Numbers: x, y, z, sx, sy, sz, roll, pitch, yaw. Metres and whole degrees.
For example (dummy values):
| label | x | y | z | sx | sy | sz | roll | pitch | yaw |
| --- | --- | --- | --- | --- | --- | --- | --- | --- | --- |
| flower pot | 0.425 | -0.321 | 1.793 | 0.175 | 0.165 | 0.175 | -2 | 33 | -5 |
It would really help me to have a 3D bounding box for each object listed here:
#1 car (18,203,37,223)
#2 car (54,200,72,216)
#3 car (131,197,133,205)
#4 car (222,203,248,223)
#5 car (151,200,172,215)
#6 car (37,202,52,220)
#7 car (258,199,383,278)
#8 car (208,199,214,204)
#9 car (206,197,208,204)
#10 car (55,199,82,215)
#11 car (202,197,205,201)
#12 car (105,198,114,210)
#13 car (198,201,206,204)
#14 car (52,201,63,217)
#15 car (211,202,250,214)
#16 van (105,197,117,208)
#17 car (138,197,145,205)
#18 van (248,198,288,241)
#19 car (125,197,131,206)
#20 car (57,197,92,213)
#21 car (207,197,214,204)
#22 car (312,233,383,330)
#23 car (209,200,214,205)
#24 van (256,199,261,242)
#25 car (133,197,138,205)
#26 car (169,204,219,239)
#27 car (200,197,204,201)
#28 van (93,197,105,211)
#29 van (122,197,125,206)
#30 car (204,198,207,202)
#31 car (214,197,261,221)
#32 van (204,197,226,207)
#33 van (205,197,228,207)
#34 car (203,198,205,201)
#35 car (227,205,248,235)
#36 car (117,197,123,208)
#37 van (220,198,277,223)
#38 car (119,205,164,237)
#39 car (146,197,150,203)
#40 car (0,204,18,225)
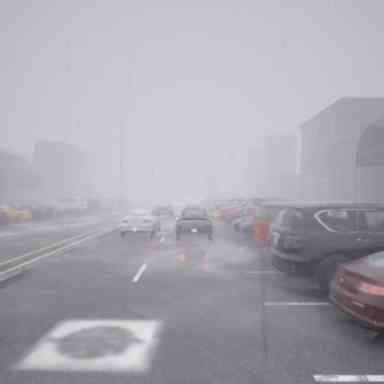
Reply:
| label | x | y | z | sx | sy | sz | roll | pitch | yaw |
| --- | --- | --- | --- | --- | --- | --- | --- | --- | --- |
| car | -15.658 | 1.728 | 26.441 | 5.366 | 1.575 | 1.946 | 0 | -1 | 0 |
| car | -15.477 | 1.869 | 34.711 | 4.674 | 1.452 | 2.002 | 0 | -1 | 0 |
| car | -15.517 | 2.227 | 70.680 | 4.553 | 1.767 | 2.185 | 0 | -1 | 0 |
| car | 4.714 | 1.672 | 22.118 | 4.892 | 1.521 | 2.231 | 0 | -1 | 0 |
| car | -2.882 | 1.860 | 35.057 | 1.812 | 1.442 | 4.674 | 0 | -1 | 0 |
| car | -15.467 | 1.764 | 29.197 | 4.892 | 1.521 | 2.231 | 0 | -1 | 0 |
| car | 4.742 | 1.292 | 8.226 | 5.566 | 2.045 | 2.435 | 0 | 0 | 0 |
| car | 4.722 | 1.863 | 38.791 | 4.892 | 1.521 | 2.231 | 0 | -1 | 0 |
| car | 4.701 | 1.847 | 47.130 | 4.553 | 1.767 | 2.185 | 0 | -1 | 0 |
| car | -15.481 | 1.864 | 37.469 | 5.008 | 1.535 | 2.097 | 0 | -1 | 0 |
| car | 4.732 | 2.134 | 58.242 | 5.008 | 1.535 | 2.097 | 0 | -1 | 0 |
| car | -15.295 | 2.054 | 51.253 | 5.366 | 1.575 | 1.946 | 0 | -1 | 0 |
| car | 0.116 | 1.891 | 34.421 | 1.994 | 1.385 | 4.181 | 0 | -1 | 0 |
| car | -15.503 | 1.825 | 31.955 | 4.792 | 1.488 | 2.163 | 0 | -1 | 0 |
| car | 4.727 | 1.937 | 41.569 | 4.674 | 1.452 | 2.002 | 0 | -1 | 0 |
| van | -15.598 | 1.914 | 56.770 | 4.442 | 1.987 | 1.878 | 0 | -1 | 0 |
| car | -15.462 | 2.612 | 87.099 | 4.792 | 1.488 | 2.163 | 0 | -1 | 0 |
| van | 4.833 | 1.365 | 13.783 | 4.442 | 1.987 | 1.878 | 0 | -1 | 0 |
| car | -15.513 | 2.016 | 65.043 | 5.566 | 2.045 | 2.435 | 0 | -1 | 0 |
| car | -15.505 | 1.649 | 40.228 | 5.566 | 2.045 | 2.435 | 0 | -1 | 0 |
| car | 4.699 | 1.809 | 44.350 | 4.553 | 1.767 | 2.185 | 0 | -1 | 0 |
| car | 4.709 | 1.561 | 5.445 | 4.674 | 1.452 | 2.002 | 0 | 0 | 0 |
| car | 4.539 | 1.758 | 30.455 | 5.366 | 1.575 | 1.946 | 0 | -1 | 0 |
| van | 4.598 | 1.340 | 11.007 | 4.442 | 1.987 | 1.878 | 0 | -1 | 0 |
| car | -15.515 | 2.141 | 73.317 | 5.566 | 2.045 | 2.435 | 0 | -1 | 0 |
| car | 0.108 | 1.643 | 18.206 | 2.128 | 1.511 | 4.902 | 0 | -1 | 0 |
| car | 4.553 | 2.173 | 61.022 | 5.366 | 1.575 | 1.946 | 0 | -1 | 0 |
| van | -15.596 | 1.790 | 48.498 | 4.442 | 1.987 | 1.878 | 0 | -1 | 0 |
| van | -15.367 | 1.999 | 62.285 | 4.442 | 1.987 | 1.878 | 0 | -1 | 0 |
| car | 4.739 | 2.013 | 49.906 | 4.892 | 1.521 | 2.231 | 0 | -1 | 0 |
| car | 4.693 | 1.448 | 24.902 | 5.566 | 2.045 | 2.435 | 0 | -1 | 0 |
| van | 4.860 | 2.073 | 69.362 | 4.442 | 1.987 | 1.878 | 0 | -1 | 0 |
| van | 4.858 | 2.033 | 66.583 | 4.442 | 1.987 | 1.878 | 0 | -1 | 0 |
| car | 4.730 | 2.052 | 52.683 | 5.008 | 1.535 | 2.097 | 0 | -1 | 0 |
| car | 4.689 | 1.672 | 19.340 | 4.792 | 1.488 | 2.163 | 0 | -1 | 0 |
| car | -15.488 | 2.182 | 59.524 | 5.008 | 1.535 | 2.097 | 0 | -1 | 0 |
| van | 4.606 | 1.504 | 27.678 | 4.442 | 1.987 | 1.878 | 0 | -1 | 0 |
| car | -2.891 | 1.686 | 19.184 | 1.812 | 1.442 | 4.674 | 0 | -1 | 0 |
| car | -15.464 | 2.400 | 92.619 | 5.566 | 2.045 | 2.435 | 0 | -1 | 0 |
| car | -15.469 | 1.740 | 23.683 | 4.674 | 1.452 | 2.002 | 0 | -1 | 0 |
